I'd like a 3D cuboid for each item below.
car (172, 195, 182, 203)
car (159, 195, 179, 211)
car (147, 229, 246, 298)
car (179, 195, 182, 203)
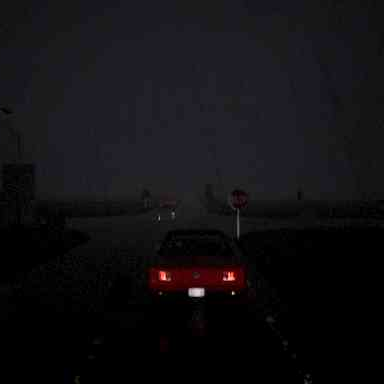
[{"bbox_3d":[-2.845,1.286,64.340,1.837,1.490,4.892,0,0,0],"label":"car"},{"bbox_3d":[-2.867,1.373,39.365,1.882,1.535,5.008,0,0,-1],"label":"car"},{"bbox_3d":[0.089,1.586,8.447,1.895,1.301,4.718,0,0,0],"label":"car"},{"bbox_3d":[-2.895,1.330,49.514,1.882,1.535,5.008,0,0,0],"label":"car"}]
